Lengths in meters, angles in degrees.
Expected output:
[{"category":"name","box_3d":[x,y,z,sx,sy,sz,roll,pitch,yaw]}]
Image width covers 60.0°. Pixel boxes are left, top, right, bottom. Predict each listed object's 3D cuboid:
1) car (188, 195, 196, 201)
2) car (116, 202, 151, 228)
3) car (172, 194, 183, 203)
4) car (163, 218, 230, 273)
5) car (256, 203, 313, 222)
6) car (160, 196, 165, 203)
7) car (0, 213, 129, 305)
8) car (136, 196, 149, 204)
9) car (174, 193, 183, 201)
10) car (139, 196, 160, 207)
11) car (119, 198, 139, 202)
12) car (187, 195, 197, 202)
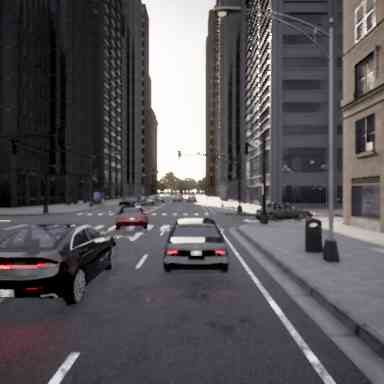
[{"category":"car","box_3d":[0.020,1.438,81.779,1.895,1.301,4.718,0,0,0]},{"category":"car","box_3d":[-4.004,1.564,21.728,1.994,1.385,4.181,0,0,-12]},{"category":"car","box_3d":[-3.233,1.522,71.329,2.033,1.411,5.357,0,0,0]},{"category":"car","box_3d":[0.106,1.549,10.677,2.033,1.411,5.357,0,0,0]},{"category":"car","box_3d":[7.064,1.572,25.498,4.181,1.385,1.994,0,0,-10]},{"category":"car","box_3d":[-6.496,1.492,66.480,1.837,1.490,4.892,0,0,0]},{"category":"car","box_3d":[-3.148,1.495,8.053,2.128,1.511,4.902,0,0,0]},{"category":"car","box_3d":[-9.738,1.516,65.850,1.812,1.442,4.674,0,0,0]},{"category":"car","box_3d":[-3.230,1.198,81.720,2.097,1.767,4.553,0,0,0]},{"category":"car","box_3d":[-6.561,1.496,51.063,1.837,1.490,4.892,0,0,0]},{"category":"car","box_3d":[-9.814,1.592,50.448,1.895,1.301,4.718,0,0,0]},{"category":"car","box_3d":[0.017,1.536,71.745,1.994,1.385,4.181,0,0,0]}]
